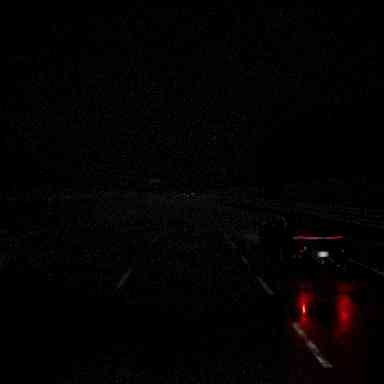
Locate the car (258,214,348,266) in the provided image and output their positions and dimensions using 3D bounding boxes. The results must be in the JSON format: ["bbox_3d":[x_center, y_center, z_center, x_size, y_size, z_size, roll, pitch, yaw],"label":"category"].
[{"bbox_3d":[3.593,1.490,11.542,2.128,1.511,4.902,0,0,0],"label":"car"}]
